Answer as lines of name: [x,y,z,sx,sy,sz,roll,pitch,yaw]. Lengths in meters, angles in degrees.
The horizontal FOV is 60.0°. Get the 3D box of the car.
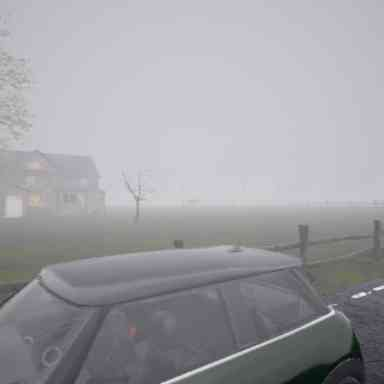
car: [-0.684,1.353,2.563,4.553,1.767,2.097,0,0,-35]
